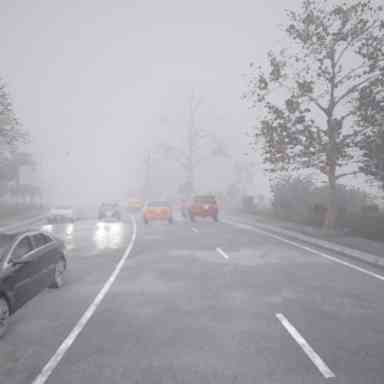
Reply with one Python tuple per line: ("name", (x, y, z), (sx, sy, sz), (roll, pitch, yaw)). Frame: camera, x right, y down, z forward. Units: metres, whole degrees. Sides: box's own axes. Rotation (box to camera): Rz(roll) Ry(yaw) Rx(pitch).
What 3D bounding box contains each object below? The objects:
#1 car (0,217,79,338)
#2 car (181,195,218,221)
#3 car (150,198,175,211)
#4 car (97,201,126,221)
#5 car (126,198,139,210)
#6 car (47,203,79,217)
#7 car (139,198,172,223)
("car", (-3.903, 1.510, 6.396), (2.128, 1.511, 4.902), (0, 0, -4))
("car", (0.544, 1.233, 27.298), (2.150, 2.045, 5.566), (0, 0, -11))
("car", (-3.959, 1.534, 43.573), (2.128, 1.511, 4.902), (0, 0, -18))
("car", (-6.966, 1.558, 28.316), (2.128, 1.511, 4.902), (0, 0, -12))
("car", (-7.777, 1.555, 43.870), (1.882, 1.535, 5.008), (0, 0, -19))
("car", (-10.121, 1.612, 26.342), (1.812, 1.442, 4.674), (0, 0, -12))
("car", (-2.820, 1.385, 26.080), (2.097, 1.767, 4.553), (0, 0, -11))
